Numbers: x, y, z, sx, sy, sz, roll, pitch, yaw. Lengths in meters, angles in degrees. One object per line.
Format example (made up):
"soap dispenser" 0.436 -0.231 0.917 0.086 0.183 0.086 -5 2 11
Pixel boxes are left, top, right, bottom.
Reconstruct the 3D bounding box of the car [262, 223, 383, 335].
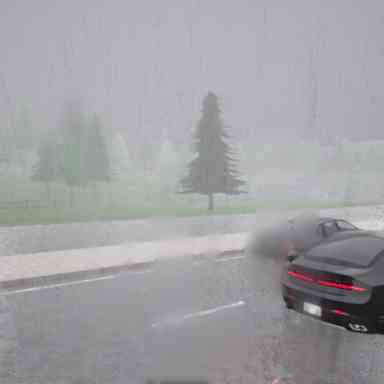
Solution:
"car" 3.804 1.508 6.470 4.892 1.490 1.837 -1 0 -35

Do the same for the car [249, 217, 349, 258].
"car" 4.328 1.549 11.136 5.357 1.411 2.033 0 0 -35
